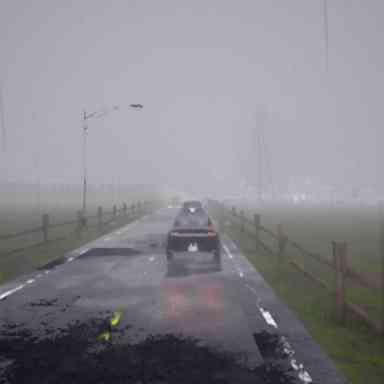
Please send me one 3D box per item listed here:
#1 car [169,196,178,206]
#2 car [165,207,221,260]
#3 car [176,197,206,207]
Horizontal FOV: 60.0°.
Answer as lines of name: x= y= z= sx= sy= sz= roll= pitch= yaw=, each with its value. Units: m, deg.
car: x=-2.794 y=1.564 z=57.953 sx=2.097 sy=1.767 sz=4.553 roll=0 pitch=0 yaw=0
car: x=0.048 y=1.536 z=12.607 sx=2.128 sy=1.511 sz=4.902 roll=0 pitch=0 yaw=0
car: x=0.051 y=1.448 z=27.569 sx=2.097 sy=1.767 sz=4.553 roll=0 pitch=0 yaw=0
